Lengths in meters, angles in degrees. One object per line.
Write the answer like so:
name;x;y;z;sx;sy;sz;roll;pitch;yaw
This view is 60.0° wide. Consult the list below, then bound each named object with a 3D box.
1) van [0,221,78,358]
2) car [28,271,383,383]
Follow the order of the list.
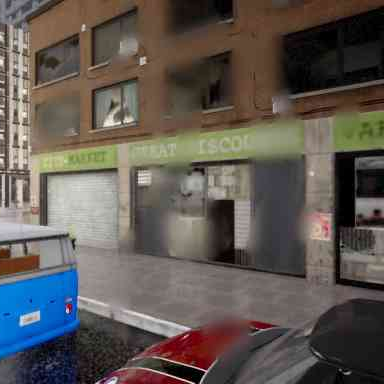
van;-3.528;1.343;5.228;3.998;1.788;1.690;0;0;35
car;1.112;1.440;1.933;4.097;1.590;1.967;0;0;35
